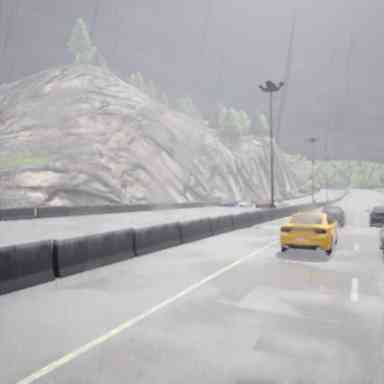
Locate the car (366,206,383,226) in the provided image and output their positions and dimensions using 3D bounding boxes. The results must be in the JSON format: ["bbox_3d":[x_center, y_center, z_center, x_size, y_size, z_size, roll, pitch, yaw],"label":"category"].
[{"bbox_3d":[14.596,1.820,25.479,1.837,1.490,4.892,0,0,27],"label":"car"}]

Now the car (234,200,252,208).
[{"bbox_3d":[10.066,2.331,63.548,1.812,1.442,4.674,0,-1,27],"label":"car"}]

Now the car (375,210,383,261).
[{"bbox_3d":[7.894,1.623,12.042,1.837,1.490,4.892,0,0,27],"label":"car"}]

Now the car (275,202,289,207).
[{"bbox_3d":[16.353,2.383,60.481,1.895,1.301,4.718,0,-1,27],"label":"car"}]

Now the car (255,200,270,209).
[{"bbox_3d":[13.206,2.271,62.019,1.882,1.535,5.008,0,-1,27],"label":"car"}]

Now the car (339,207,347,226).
[{"bbox_3d":[11.000,1.859,26.132,2.033,1.411,5.357,0,-1,27],"label":"car"}]

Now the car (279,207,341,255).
[{"bbox_3d":[5.101,1.615,14.270,1.882,1.535,5.008,0,-1,27],"label":"car"}]

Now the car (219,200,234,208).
[{"bbox_3d":[6.919,2.294,65.061,1.882,1.535,5.008,0,-1,27],"label":"car"}]
